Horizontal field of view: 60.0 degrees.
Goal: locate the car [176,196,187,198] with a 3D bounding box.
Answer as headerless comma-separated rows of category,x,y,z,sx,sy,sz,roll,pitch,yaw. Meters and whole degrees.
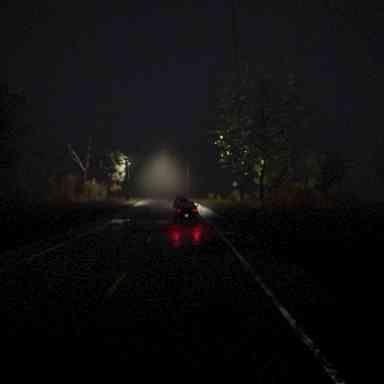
car,-1.358,1.312,41.414,1.837,1.490,4.892,0,0,-4

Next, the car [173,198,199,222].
car,-0.465,1.415,25.056,1.812,1.442,4.674,0,0,-2
